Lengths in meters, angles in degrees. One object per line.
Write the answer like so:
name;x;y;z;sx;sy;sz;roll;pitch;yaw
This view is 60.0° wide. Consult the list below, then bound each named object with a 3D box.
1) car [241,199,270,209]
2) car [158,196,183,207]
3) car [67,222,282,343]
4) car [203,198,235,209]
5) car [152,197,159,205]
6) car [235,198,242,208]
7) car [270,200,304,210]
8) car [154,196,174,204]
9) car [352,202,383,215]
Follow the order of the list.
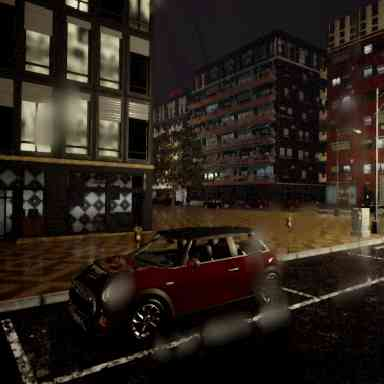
car;10.168;1.799;50.625;1.887;1.381;4.507;1;-1;-35
car;-3.217;1.733;55.076;1.887;1.381;4.507;1;-1;-35
car;-0.200;1.441;6.395;4.097;1.590;1.967;0;1;-35
car;3.314;1.677;45.803;2.008;1.369;4.403;1;-1;-35
car;-6.482;1.763;59.712;1.887;1.381;4.507;1;-1;-35
car;6.903;1.725;55.261;1.967;1.590;4.097;1;-1;-35
car;13.433;1.806;45.988;1.802;1.307;4.206;1;-1;-35
car;-6.158;1.724;73.807;2.192;1.841;5.009;1;-1;-35
car;19.964;1.729;36.716;1.947;1.339;4.313;1;-1;-35
